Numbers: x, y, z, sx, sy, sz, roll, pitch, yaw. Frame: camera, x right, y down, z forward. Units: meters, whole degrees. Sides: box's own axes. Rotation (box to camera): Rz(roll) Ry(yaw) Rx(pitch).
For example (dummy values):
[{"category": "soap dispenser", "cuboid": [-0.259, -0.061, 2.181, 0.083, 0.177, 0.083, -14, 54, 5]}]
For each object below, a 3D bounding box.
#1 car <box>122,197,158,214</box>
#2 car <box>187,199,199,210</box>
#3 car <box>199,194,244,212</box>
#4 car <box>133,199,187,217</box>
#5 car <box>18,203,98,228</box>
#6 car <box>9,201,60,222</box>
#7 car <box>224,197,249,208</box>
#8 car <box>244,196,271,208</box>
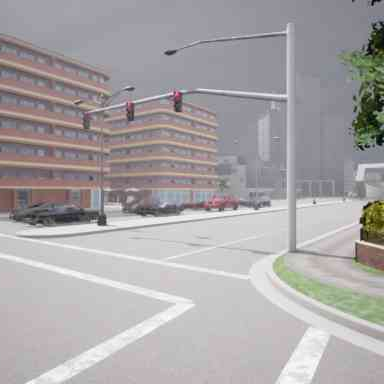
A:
[{"category": "car", "cuboid": [-4.978, 1.351, 34.036, 2.097, 1.767, 4.553, 0, 0, 36]}, {"category": "car", "cuboid": [0.645, 1.601, 41.759, 1.895, 1.301, 4.718, 0, 0, 36]}, {"category": "car", "cuboid": [3.642, 1.222, 39.927, 2.150, 2.045, 5.566, 0, 0, 36]}, {"category": "car", "cuboid": [-2.860, 1.601, 31.010, 1.895, 1.301, 4.718, 0, 0, 36]}, {"category": "car", "cuboid": [-8.886, 1.601, 22.726, 1.895, 1.301, 4.718, 0, 0, 35]}, {"category": "car", "cuboid": [-11.260, 1.507, 25.425, 1.837, 1.490, 4.892, 0, -1, 36]}, {"category": "car", "cuboid": [6.765, 1.526, 50.110, 1.812, 1.442, 4.674, 0, 0, 36]}, {"category": "car", "cuboid": [9.698, 1.352, 48.193, 2.097, 1.767, 4.553, 0, 0, 36]}]
